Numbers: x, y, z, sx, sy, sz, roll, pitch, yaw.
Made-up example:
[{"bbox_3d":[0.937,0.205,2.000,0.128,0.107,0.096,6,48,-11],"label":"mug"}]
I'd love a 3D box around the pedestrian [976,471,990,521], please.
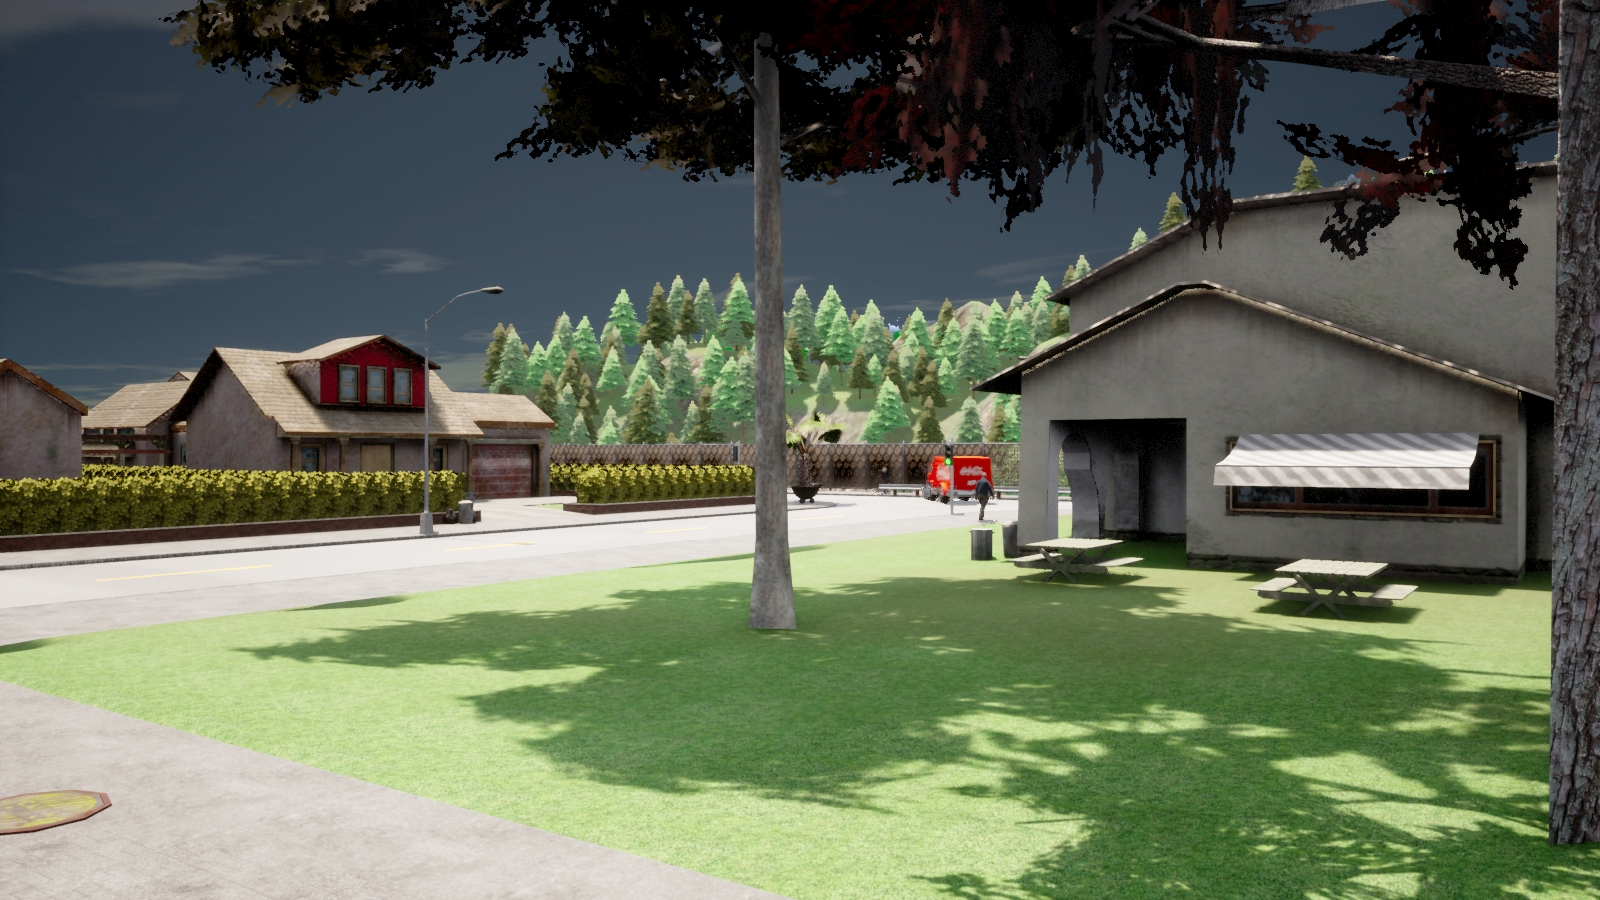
[{"bbox_3d":[6.878,1.737,42.960,0.375,1.860,0.375,0,0,35],"label":"pedestrian"}]

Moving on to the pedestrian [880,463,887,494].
[{"bbox_3d":[5.085,1.745,69.541,0.375,1.860,0.375,0,0,-1],"label":"pedestrian"}]

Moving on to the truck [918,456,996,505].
[{"bbox_3d":[8.336,1.569,61.258,2.627,2.467,5.204,0,0,-11],"label":"truck"}]
